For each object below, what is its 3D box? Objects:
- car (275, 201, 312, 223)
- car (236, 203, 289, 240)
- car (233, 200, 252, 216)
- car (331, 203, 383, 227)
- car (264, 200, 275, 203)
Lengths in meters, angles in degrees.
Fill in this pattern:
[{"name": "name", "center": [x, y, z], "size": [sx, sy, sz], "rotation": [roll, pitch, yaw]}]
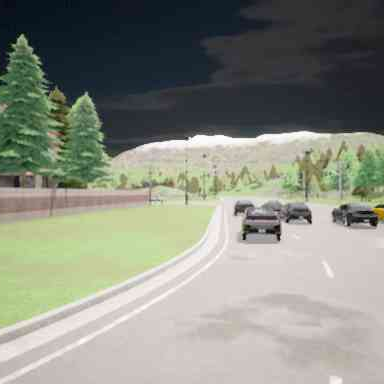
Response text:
[{"name": "car", "center": [7.975, 1.556, 25.901], "size": [1.837, 1.490, 4.892], "rotation": [0, 0, 6]}, {"name": "car", "center": [3.481, 1.524, 17.265], "size": [2.128, 1.511, 4.902], "rotation": [0, 0, 8]}, {"name": "car", "center": [5.247, 1.545, 33.777], "size": [1.882, 1.535, 5.008], "rotation": [0, 0, 5]}, {"name": "car", "center": [11.217, 1.549, 23.257], "size": [1.837, 1.490, 4.892], "rotation": [0, 0, 6]}, {"name": "car", "center": [9.126, 1.638, 37.540], "size": [1.994, 1.385, 4.181], "rotation": [0, 0, 5]}]
